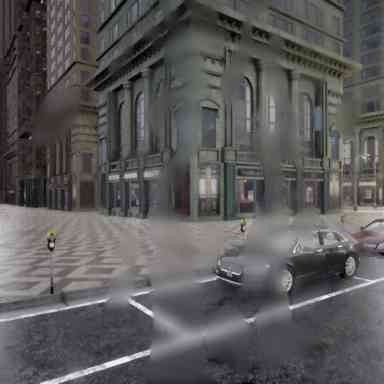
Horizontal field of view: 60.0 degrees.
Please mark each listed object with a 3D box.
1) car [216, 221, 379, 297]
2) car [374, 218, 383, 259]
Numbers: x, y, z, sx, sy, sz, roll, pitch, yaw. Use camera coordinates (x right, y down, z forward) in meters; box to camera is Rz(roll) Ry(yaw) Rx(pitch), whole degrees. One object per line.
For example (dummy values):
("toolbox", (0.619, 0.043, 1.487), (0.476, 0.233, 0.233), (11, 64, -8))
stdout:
("car", (2.588, 1.551, 8.484), (4.403, 1.369, 2.008), (0, 0, -35))
("car", (7.000, 1.582, 11.620), (4.206, 1.307, 1.802), (0, 0, -35))
